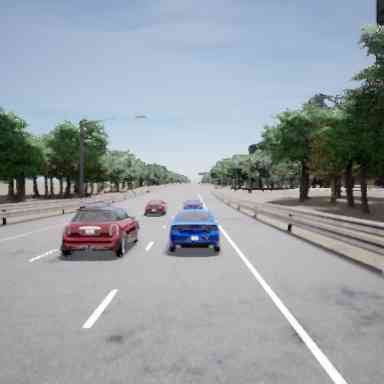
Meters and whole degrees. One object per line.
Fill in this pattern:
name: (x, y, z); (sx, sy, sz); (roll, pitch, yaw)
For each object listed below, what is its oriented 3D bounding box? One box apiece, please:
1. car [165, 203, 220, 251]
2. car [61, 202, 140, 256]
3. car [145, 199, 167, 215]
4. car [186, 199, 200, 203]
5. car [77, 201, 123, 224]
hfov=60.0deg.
car: (0.100, 1.458, 14.056); (1.882, 1.535, 5.008); (0, 0, 0)
car: (-3.400, 1.334, 13.188); (2.097, 1.767, 4.553); (0, 0, 0)
car: (-3.400, 1.436, 31.957); (1.812, 1.442, 4.674); (0, 0, 0)
car: (0.099, 1.436, 31.947); (1.812, 1.442, 4.674); (0, 0, 0)
car: (-6.900, 1.497, 25.480); (2.033, 1.411, 5.357); (0, 0, 0)
